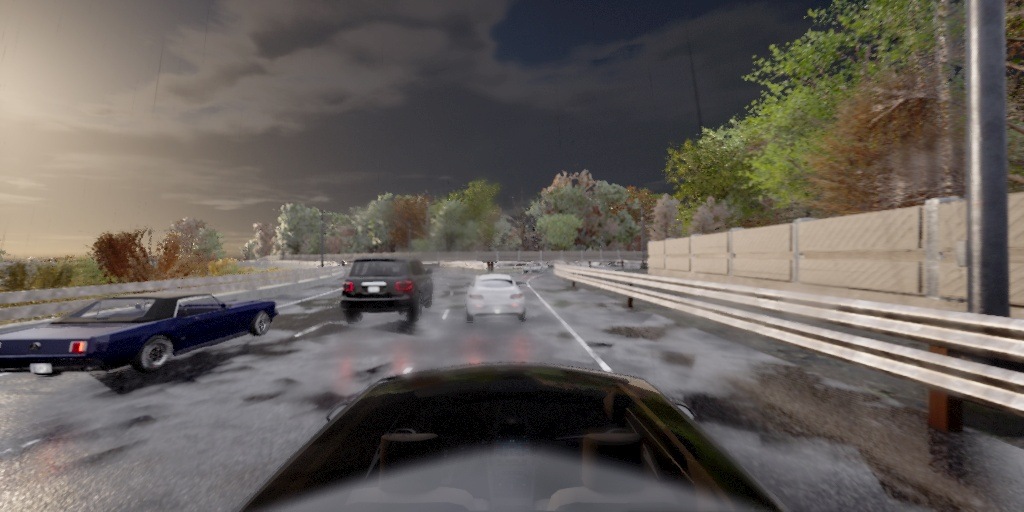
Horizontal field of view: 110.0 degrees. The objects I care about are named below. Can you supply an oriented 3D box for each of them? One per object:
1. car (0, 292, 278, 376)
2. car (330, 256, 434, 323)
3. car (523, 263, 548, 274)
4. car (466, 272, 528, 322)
[{"bbox_3d":[-7.202,1.411,7.616,1.895,1.301,4.718,0,0,-3],"label":"car"},{"bbox_3d":[-4.121,1.035,12.690,2.150,2.045,5.566,0,0,-6],"label":"car"},{"bbox_3d":[3.006,1.500,44.126,1.895,1.301,4.718,0,0,22],"label":"car"},{"bbox_3d":[-0.617,1.321,12.437,1.812,1.442,4.674,0,0,-5],"label":"car"}]
